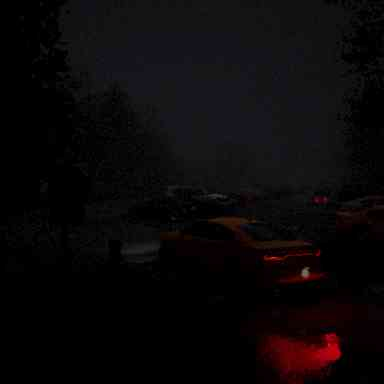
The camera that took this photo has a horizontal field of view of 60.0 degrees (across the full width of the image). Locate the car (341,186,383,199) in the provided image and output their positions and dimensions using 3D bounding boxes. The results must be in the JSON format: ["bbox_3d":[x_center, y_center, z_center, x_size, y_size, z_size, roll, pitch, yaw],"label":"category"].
[{"bbox_3d":[22.613,0.061,44.290,5.008,1.535,2.097,1,2,25],"label":"car"}]

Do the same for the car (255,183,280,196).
[{"bbox_3d":[9.618,-0.180,47.260,4.553,1.767,2.185,1,2,25],"label":"car"}]

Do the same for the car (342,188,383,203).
[{"bbox_3d":[19.228,0.369,36.852,4.792,1.488,2.163,1,3,25],"label":"car"}]

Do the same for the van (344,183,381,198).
[{"bbox_3d":[23.868,-0.250,46.752,4.442,1.987,1.878,1,2,25],"label":"van"}]

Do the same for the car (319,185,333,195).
[{"bbox_3d":[22.809,-0.372,56.580,1.882,1.535,5.008,1,2,25],"label":"car"}]

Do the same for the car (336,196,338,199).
[{"bbox_3d":[11.046,1.143,19.153,4.792,1.488,2.163,1,3,25],"label":"car"}]

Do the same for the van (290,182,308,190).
[{"bbox_3d":[29.137,-1.696,90.182,4.442,1.987,1.878,1,1,25],"label":"van"}]

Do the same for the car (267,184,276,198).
[{"bbox_3d":[7.447,0.138,42.161,5.366,1.575,1.946,1,3,25],"label":"car"}]

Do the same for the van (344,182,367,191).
[{"bbox_3d":[36.615,-1.213,74.551,4.442,1.987,1.878,1,2,25],"label":"van"}]

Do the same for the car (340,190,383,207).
[{"bbox_3d":[16.816,0.587,31.731,4.792,1.488,2.163,1,3,25],"label":"car"}]

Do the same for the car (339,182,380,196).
[{"bbox_3d":[26.045,-0.452,51.844,5.566,2.045,2.435,1,2,25],"label":"car"}]

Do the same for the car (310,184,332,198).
[{"bbox_3d":[18.519,-0.034,47.225,2.128,1.511,4.902,1,2,25],"label":"car"}]

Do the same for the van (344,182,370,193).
[{"bbox_3d":[31.999,-0.864,64.484,4.442,1.987,1.878,1,2,25],"label":"van"}]

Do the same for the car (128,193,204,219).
[{"bbox_3d":[-1.999,1.051,22.083,4.792,1.488,2.163,1,3,25],"label":"car"}]

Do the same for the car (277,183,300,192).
[{"bbox_3d":[21.126,-1.057,72.507,4.553,1.767,2.185,1,2,25],"label":"car"}]

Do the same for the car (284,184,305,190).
[{"bbox_3d":[24.626,-1.153,80.065,4.674,1.452,2.002,1,2,25],"label":"car"}]

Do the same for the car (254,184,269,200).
[{"bbox_3d":[6.005,0.233,39.906,5.366,1.575,1.946,1,3,25],"label":"car"}]

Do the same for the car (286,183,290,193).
[{"bbox_3d":[13.032,-0.290,54.855,4.792,1.488,2.163,1,2,25],"label":"car"}]

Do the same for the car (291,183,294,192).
[{"bbox_3d":[15.345,-0.465,59.900,4.792,1.488,2.163,1,2,25],"label":"car"}]

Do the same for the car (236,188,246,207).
[{"bbox_3d":[1.666,0.688,29.556,5.366,1.575,1.946,1,3,25],"label":"car"}]

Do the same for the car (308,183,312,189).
[{"bbox_3d":[26.963,-1.618,85.089,5.566,2.045,2.435,1,2,25],"label":"car"}]

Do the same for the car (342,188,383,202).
[{"bbox_3d":[20.328,0.274,39.250,4.792,1.488,2.163,1,2,25],"label":"car"}]

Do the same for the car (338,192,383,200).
[{"bbox_3d":[9.998,1.096,16.719,4.553,1.767,2.185,1,3,25],"label":"car"}]

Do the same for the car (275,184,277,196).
[{"bbox_3d":[8.426,0.040,44.755,4.892,1.521,2.231,1,3,25],"label":"car"}]

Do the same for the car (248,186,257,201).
[{"bbox_3d":[3.642,0.459,34.753,5.366,1.575,1.946,1,3,25],"label":"car"}]

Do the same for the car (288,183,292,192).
[{"bbox_3d":[14.188,-0.377,57.377,4.792,1.488,2.163,1,2,25],"label":"car"}]

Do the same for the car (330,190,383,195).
[{"bbox_3d":[13.212,0.886,24.249,5.366,1.575,1.946,1,3,25],"label":"car"}]

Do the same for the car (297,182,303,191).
[{"bbox_3d":[19.829,-0.849,70.053,5.366,1.575,1.946,1,2,25],"label":"car"}]

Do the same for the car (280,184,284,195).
[{"bbox_3d":[10.772,-0.114,49.786,4.792,1.488,2.163,1,2,25],"label":"car"}]

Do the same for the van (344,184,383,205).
[{"bbox_3d":[18.153,0.221,34.288,4.442,1.987,1.878,1,3,25],"label":"van"}]

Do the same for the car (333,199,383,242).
[{"bbox_3d":[8.811,1.332,14.222,5.008,1.535,2.097,1,3,25],"label":"car"}]

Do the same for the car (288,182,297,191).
[{"bbox_3d":[16.359,-0.587,62.486,5.366,1.575,1.946,1,2,25],"label":"car"}]

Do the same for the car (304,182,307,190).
[{"bbox_3d":[23.462,-1.106,77.545,5.008,1.535,2.097,1,2,25],"label":"car"}]

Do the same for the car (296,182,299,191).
[{"bbox_3d":[17.690,-0.668,64.928,4.892,1.521,2.231,1,2,25],"label":"car"}]

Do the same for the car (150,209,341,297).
[{"bbox_3d":[0.893,1.387,8.476,1.882,1.535,5.008,2,-1,-31],"label":"car"}]

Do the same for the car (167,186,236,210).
[{"bbox_3d":[0.366,0.549,27.089,5.566,2.045,2.435,1,3,25],"label":"car"}]

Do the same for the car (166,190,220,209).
[{"bbox_3d":[-0.811,0.911,24.589,5.008,1.535,2.097,1,3,25],"label":"car"}]

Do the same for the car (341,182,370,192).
[{"bbox_3d":[35.329,-1.153,72.093,5.566,2.045,2.435,1,2,25],"label":"car"}]

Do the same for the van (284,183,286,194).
[{"bbox_3d":[12.008,-0.456,52.263,4.442,1.987,1.878,1,2,25],"label":"van"}]

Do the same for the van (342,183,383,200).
[{"bbox_3d":[21.349,-0.076,41.798,4.442,1.987,1.878,1,2,24],"label":"van"}]

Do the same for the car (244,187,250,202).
[{"bbox_3d":[2.660,0.577,32.153,4.892,1.521,2.231,1,3,25],"label":"car"}]

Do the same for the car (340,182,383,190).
[{"bbox_3d":[15.713,0.419,29.180,5.566,2.045,2.435,1,3,25],"label":"car"}]
